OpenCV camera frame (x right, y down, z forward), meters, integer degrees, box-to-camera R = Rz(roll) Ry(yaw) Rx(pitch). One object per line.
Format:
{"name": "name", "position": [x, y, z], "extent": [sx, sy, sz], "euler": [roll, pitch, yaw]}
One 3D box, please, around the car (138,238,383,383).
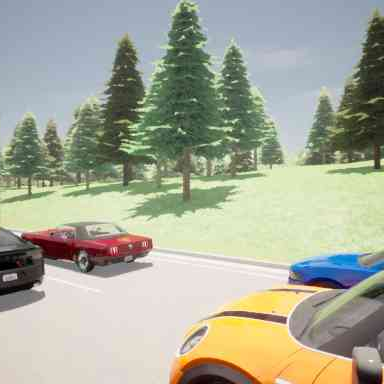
{"name": "car", "position": [1.989, 1.352, 2.569], "extent": [4.553, 1.767, 2.097], "euler": [0, 0, 36]}

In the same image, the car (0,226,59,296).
{"name": "car", "position": [-5.480, 1.478, 7.805], "extent": [5.008, 1.535, 1.882], "euler": [0, 0, 36]}

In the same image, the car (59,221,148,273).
{"name": "car", "position": [-3.592, 1.601, 10.760], "extent": [4.718, 1.301, 1.895], "euler": [0, 0, 36]}

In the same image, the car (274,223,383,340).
{"name": "car", "position": [4.084, 1.478, 5.372], "extent": [5.008, 1.535, 1.882], "euler": [0, 0, 36]}
